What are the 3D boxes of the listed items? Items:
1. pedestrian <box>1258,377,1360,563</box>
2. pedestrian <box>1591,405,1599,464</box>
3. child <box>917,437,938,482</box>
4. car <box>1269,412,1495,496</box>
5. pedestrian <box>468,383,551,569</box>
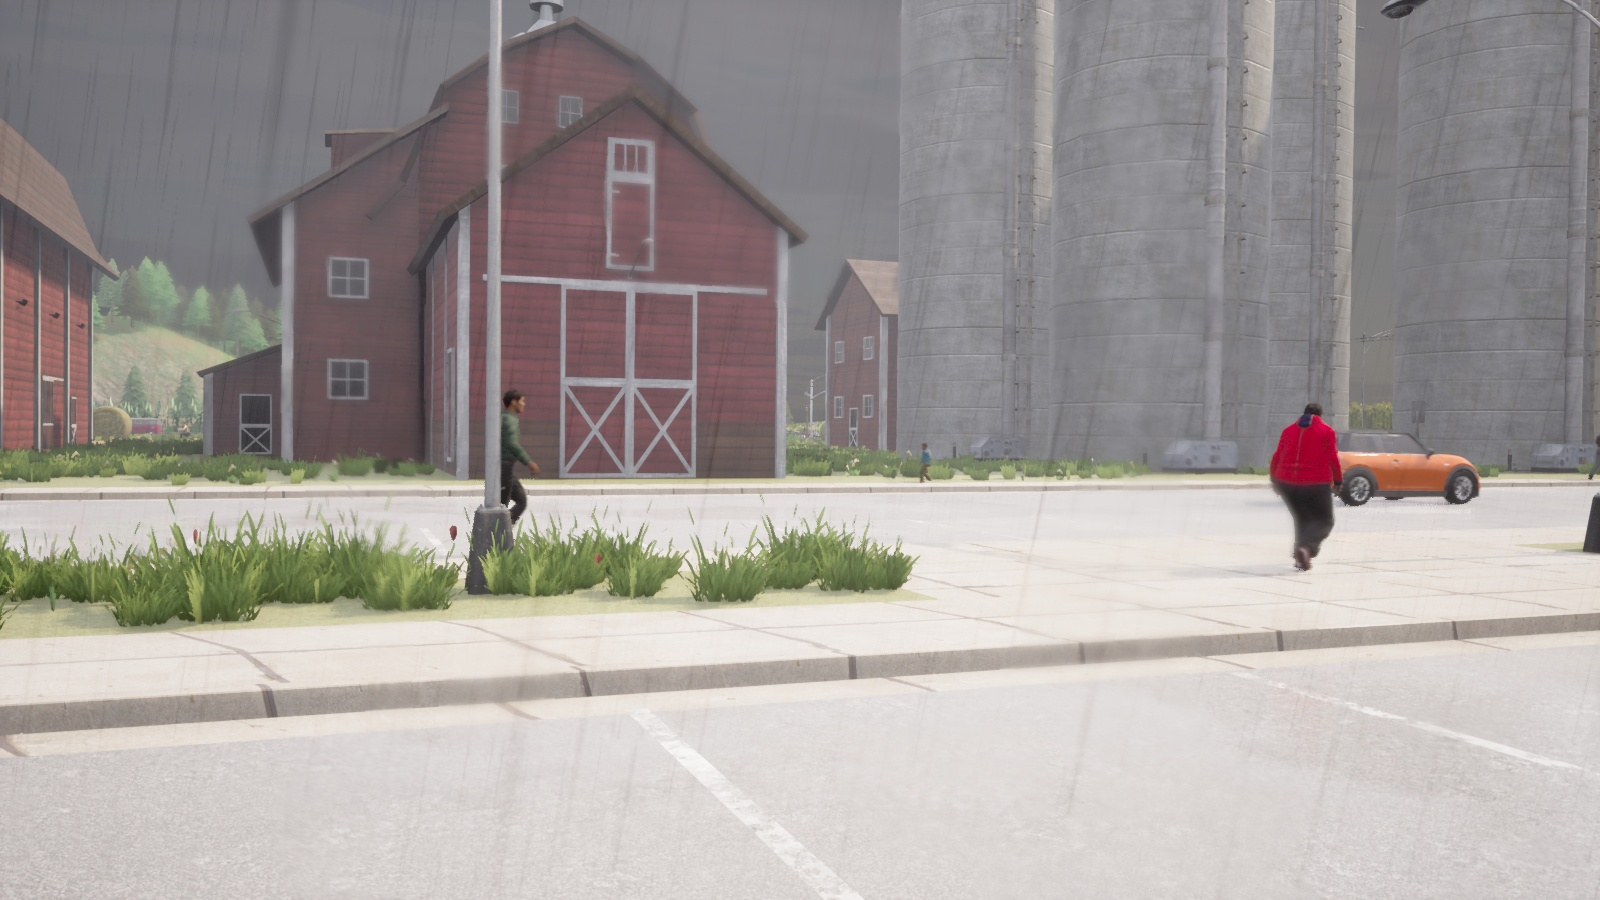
[{"bbox_3d":[5.275,0.190,13.003,0.899,1.844,0.634,-1,1,-41],"label":"pedestrian"},{"bbox_3d":[26.751,-0.515,41.778,0.666,1.930,0.402,-1,1,-18],"label":"pedestrian"},{"bbox_3d":[3.405,0.251,33.518,0.448,1.192,0.343,-1,1,-16],"label":"child"},{"bbox_3d":[13.270,0.047,28.640,4.553,1.767,2.097,-1,1,-21],"label":"car"},{"bbox_3d":[-3.122,0.267,13.497,0.788,1.949,0.423,-1,1,-21],"label":"pedestrian"}]
